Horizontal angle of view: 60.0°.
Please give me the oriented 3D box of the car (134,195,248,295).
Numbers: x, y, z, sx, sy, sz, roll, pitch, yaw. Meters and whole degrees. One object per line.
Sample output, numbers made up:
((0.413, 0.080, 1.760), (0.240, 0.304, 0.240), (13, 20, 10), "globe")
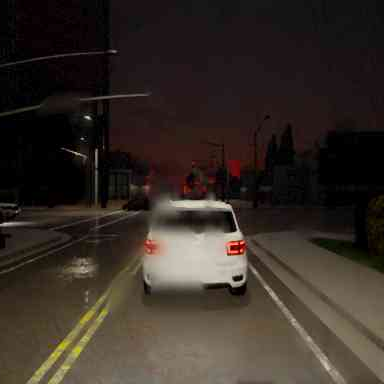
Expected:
((0.078, 1.221, 8.832), (2.150, 2.045, 5.566), (0, 0, 0), "car")

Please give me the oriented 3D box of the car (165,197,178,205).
((-3.517, 1.564, 58.297), (1.994, 1.385, 4.181), (0, 0, 0), "car")

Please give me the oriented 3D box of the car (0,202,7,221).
((-16.222, 1.667, 24.074), (4.181, 1.385, 1.994), (-1, 0, 0), "car")

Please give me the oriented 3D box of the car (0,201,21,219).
((-17.302, 1.338, 27.570), (5.566, 2.045, 2.150), (-1, 0, 0), "car")

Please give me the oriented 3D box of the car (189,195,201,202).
((0.828, 1.464, 78.702), (1.882, 1.535, 5.008), (0, 0, 12), "car")

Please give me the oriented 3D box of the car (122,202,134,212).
((-5.765, 1.577, 39.494), (2.033, 1.411, 5.357), (0, 0, 36), "car")
